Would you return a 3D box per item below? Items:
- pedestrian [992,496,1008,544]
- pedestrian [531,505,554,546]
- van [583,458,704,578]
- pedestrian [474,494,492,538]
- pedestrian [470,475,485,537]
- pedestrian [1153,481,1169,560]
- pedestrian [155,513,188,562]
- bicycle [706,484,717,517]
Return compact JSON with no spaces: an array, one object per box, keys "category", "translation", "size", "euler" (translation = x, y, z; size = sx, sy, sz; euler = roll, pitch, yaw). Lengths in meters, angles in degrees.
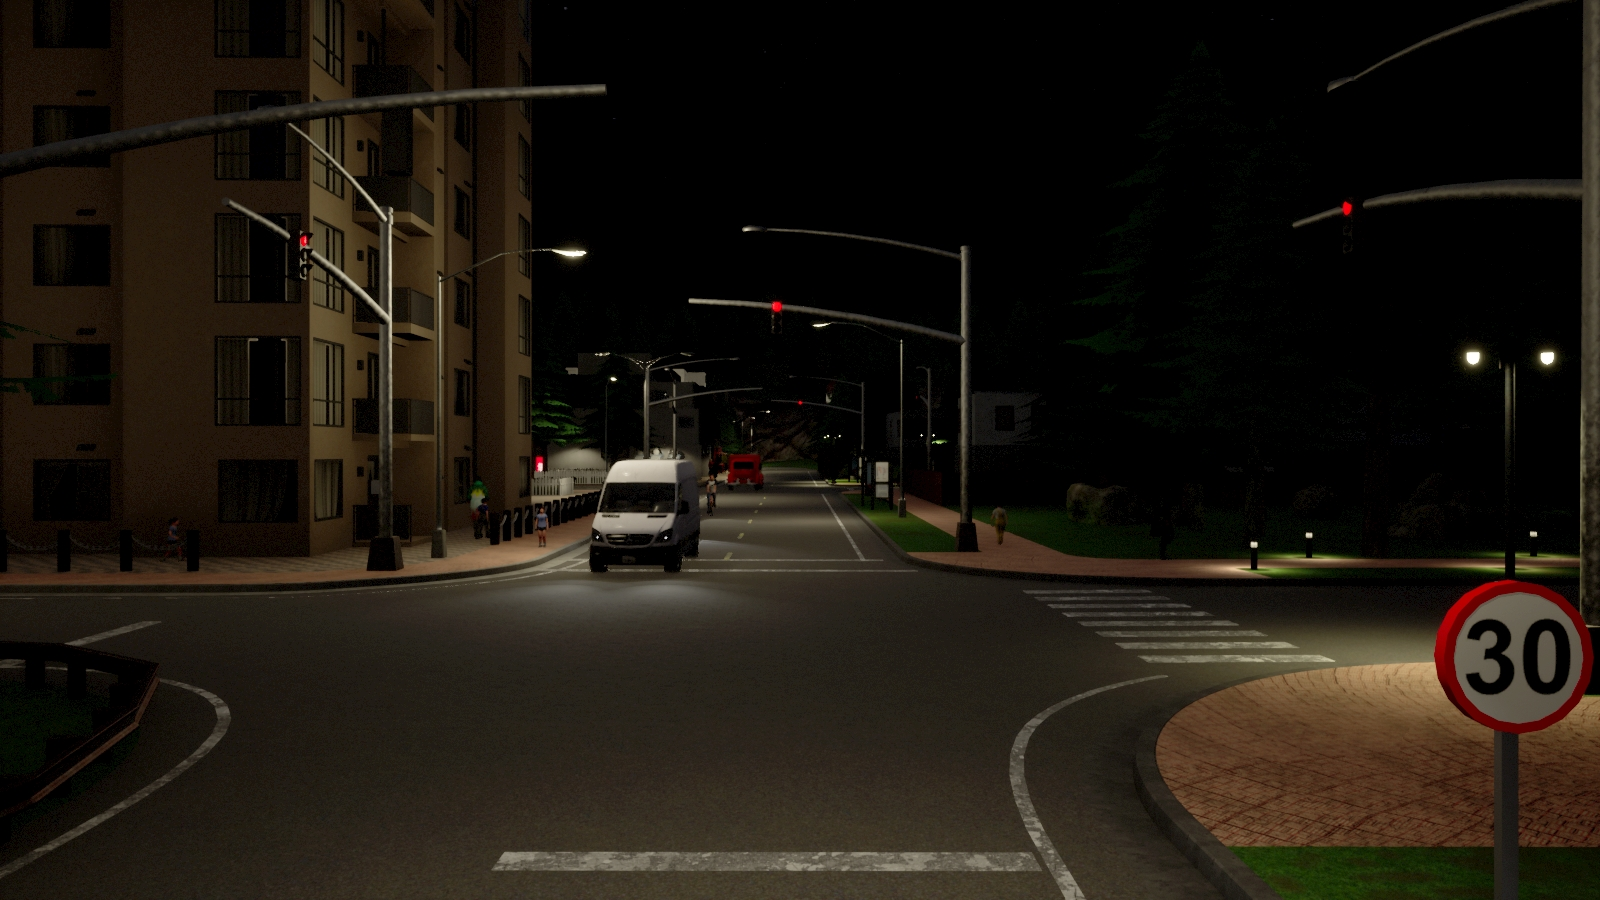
[{"category":"pedestrian","translation":[5.610,1.956,32.019],"size":[0.375,1.300,0.375],"euler":[0,0,1]},{"category":"pedestrian","translation":[-7.015,2.056,31.122],"size":[0.500,1.100,0.500],"euler":[0,0,-1]},{"category":"van","translation":[-3.677,1.515,27.972],"size":[1.988,2.561,5.915],"euler":[0,0,1]},{"category":"pedestrian","translation":[-9.427,1.956,33.965],"size":[0.375,1.300,0.375],"euler":[0,0,20]},{"category":"pedestrian","translation":[-9.734,1.677,34.503],"size":[0.375,1.860,0.375],"euler":[0,0,-4]},{"category":"pedestrian","translation":[8.603,1.665,27.227],"size":[0.375,1.860,0.375],"euler":[0,0,16]},{"category":"pedestrian","translation":[-14.773,2.057,26.867],"size":[0.500,1.100,0.500],"euler":[0,0,4]},{"category":"bicycle","translation":[-3.724,2.127,48.078],"size":[0.373,1.314,1.643],"euler":[0,1,0]}]
